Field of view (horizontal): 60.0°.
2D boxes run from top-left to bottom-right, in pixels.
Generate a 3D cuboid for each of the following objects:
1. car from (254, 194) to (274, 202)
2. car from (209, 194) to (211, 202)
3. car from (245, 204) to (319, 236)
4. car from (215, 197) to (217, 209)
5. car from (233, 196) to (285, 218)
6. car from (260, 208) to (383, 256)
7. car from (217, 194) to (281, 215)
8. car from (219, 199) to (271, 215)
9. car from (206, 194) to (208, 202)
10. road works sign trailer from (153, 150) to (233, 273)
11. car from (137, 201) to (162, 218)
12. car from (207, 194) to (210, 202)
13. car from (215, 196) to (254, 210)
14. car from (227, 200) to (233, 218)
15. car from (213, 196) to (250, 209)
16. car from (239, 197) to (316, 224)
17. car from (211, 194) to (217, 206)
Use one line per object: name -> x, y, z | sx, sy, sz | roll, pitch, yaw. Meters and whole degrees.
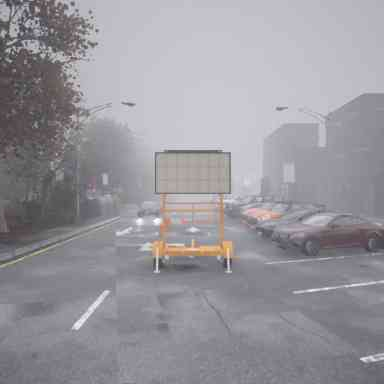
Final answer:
car -> 18.633, 1.465, 85.954 | 2.435, 2.045, 5.566 | 0, 0, -21
car -> 5.579, 1.448, 51.961 | 4.553, 1.767, 2.185 | 1, 0, -20
car -> 5.319, 1.518, 15.917 | 4.792, 1.488, 2.163 | 1, 0, -20
car -> 5.253, 1.504, 30.870 | 5.366, 1.575, 1.946 | 1, 0, -20
car -> 5.409, 1.370, 21.938 | 4.553, 1.767, 2.185 | 1, 0, -20
car -> 5.336, 1.528, 12.925 | 4.674, 1.452, 2.002 | 1, 0, -20
car -> 5.399, 1.252, 27.913 | 5.566, 2.045, 2.435 | 1, 0, -20
car -> 5.417, 1.545, 33.927 | 4.792, 1.488, 2.163 | 1, 0, -20
car -> 5.618, 1.392, 70.002 | 5.566, 2.045, 2.435 | 1, 0, -20
road works sign trailer -> 0.028, 0.465, 10.667 | 2.380, 3.560, 2.880 | 0, 0, 0
car -> -3.840, 1.549, 30.682 | 1.812, 1.442, 4.674 | 0, 0, 0
car -> 5.550, 1.584, 54.964 | 5.008, 1.535, 2.097 | 1, -1, -20
car -> 5.467, 1.415, 42.943 | 4.553, 1.767, 2.185 | 1, 0, -20
car -> 5.389, 1.539, 24.934 | 4.674, 1.452, 2.002 | 1, 0, -20
car -> 5.484, 1.425, 45.944 | 4.553, 1.767, 2.185 | 1, 0, -20
car -> 5.393, 1.366, 18.936 | 4.553, 1.767, 2.185 | 1, 0, -20
car -> 5.440, 1.272, 36.929 | 5.566, 2.045, 2.435 | 1, 0, -20
